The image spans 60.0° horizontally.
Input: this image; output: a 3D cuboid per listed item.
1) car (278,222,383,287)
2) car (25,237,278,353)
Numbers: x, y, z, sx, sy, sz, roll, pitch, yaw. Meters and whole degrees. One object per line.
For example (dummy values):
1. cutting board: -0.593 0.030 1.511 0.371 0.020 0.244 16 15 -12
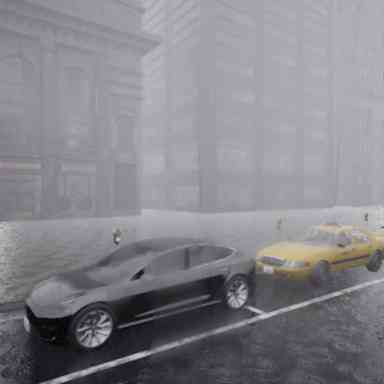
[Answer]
1. car: 3.793 1.545 9.352 4.829 1.417 1.752 0 0 -35
2. car: -0.662 1.573 6.177 4.313 1.339 1.947 0 0 -35
